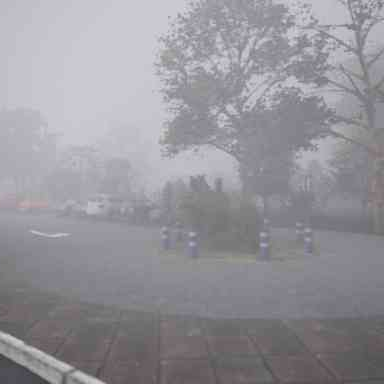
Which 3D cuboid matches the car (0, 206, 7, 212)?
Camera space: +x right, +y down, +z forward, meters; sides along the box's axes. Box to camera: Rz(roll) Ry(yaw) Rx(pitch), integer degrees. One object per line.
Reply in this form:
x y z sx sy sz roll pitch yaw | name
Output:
-11.508 1.534 15.220 2.002 1.452 4.674 0 -1 36 | car

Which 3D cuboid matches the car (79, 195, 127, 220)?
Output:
-6.008 1.231 27.392 2.435 2.045 5.566 0 0 36 | car

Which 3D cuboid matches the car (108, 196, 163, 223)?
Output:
-3.782 1.368 25.718 2.185 1.767 4.553 0 0 36 | car

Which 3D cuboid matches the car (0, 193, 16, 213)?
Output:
-17.417 1.175 35.591 2.435 2.045 5.566 0 0 36 | car

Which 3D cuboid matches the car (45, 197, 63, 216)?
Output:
-10.631 1.334 30.718 2.185 1.767 4.553 0 0 36 | car

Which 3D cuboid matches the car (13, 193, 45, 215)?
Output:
-15.089 1.312 33.845 2.185 1.767 4.553 0 0 36 | car

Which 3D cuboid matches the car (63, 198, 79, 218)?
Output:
-8.370 1.345 29.093 2.185 1.767 4.553 0 0 36 | car
